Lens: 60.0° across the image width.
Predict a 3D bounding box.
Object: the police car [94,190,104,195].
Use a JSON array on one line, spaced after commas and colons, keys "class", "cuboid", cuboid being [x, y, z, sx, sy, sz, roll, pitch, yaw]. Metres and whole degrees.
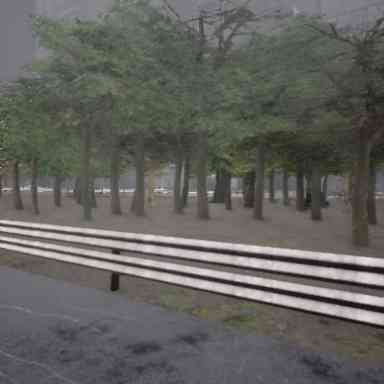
[{"class": "police car", "cuboid": [-20.101, -0.143, 65.923, 4.974, 1.542, 2.038, 0, 1, 3]}]
